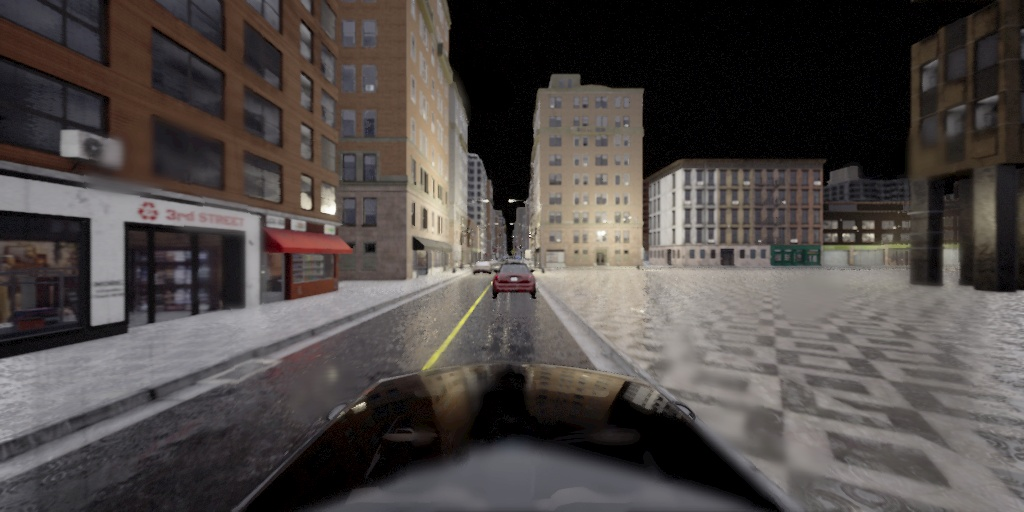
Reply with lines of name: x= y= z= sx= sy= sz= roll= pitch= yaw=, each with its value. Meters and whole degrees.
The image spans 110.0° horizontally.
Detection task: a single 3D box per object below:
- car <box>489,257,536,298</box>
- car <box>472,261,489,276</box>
car: x=0.102 y=1.089 z=18.650 sx=2.097 sy=1.767 sz=4.553 roll=0 pitch=0 yaw=0
car: x=-3.012 y=1.267 z=37.808 sx=2.033 sy=1.411 sz=5.357 roll=0 pitch=0 yaw=0
